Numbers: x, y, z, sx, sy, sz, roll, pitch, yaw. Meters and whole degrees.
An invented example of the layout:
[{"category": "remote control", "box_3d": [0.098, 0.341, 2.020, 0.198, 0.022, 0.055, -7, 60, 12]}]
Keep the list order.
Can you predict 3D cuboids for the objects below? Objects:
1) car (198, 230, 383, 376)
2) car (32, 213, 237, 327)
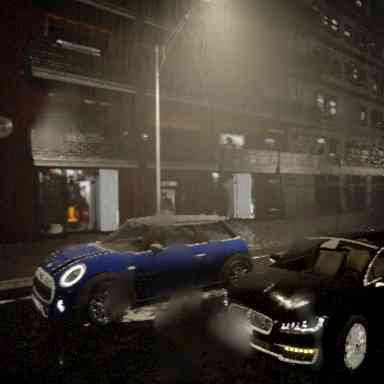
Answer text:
[{"category": "car", "box_3d": [2.648, 1.471, 5.631, 4.892, 1.490, 1.837, 0, 0, -36]}, {"category": "car", "box_3d": [-0.866, 1.333, 7.114, 4.553, 1.767, 2.097, 0, 0, -36]}]
